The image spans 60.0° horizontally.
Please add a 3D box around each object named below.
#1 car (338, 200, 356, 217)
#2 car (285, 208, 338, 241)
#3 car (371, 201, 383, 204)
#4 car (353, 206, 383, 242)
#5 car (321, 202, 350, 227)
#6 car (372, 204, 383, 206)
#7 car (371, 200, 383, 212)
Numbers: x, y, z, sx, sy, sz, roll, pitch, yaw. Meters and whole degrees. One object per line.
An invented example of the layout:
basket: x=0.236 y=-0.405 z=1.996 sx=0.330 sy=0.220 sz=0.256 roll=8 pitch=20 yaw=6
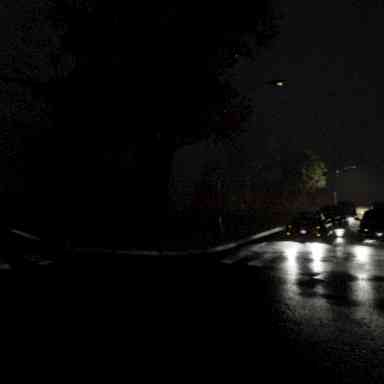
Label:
car: x=16.599 y=1.742 z=36.197 sx=2.097 sy=1.767 sz=4.553 roll=-1 pitch=-1 yaw=29
car: x=6.411 y=1.771 z=18.018 sx=1.994 sy=1.385 sz=4.181 roll=-1 pitch=-1 yaw=29
car: x=18.810 y=1.892 z=33.494 sx=1.994 sy=1.385 sz=4.181 roll=-1 pitch=-1 yaw=29
car: x=9.553 y=1.668 z=16.978 sx=1.837 sy=1.490 sz=4.892 roll=-1 pitch=-1 yaw=29
car: x=10.782 y=1.763 z=25.821 sx=1.882 sy=1.535 sz=5.008 roll=-1 pitch=-1 yaw=29
car: x=13.899 y=1.804 z=24.729 sx=1.994 sy=1.385 sz=4.181 roll=-1 pitch=-1 yaw=29
car: x=26.322 y=1.946 z=46.741 sx=1.882 sy=1.535 sz=5.008 roll=-1 pitch=-1 yaw=29
